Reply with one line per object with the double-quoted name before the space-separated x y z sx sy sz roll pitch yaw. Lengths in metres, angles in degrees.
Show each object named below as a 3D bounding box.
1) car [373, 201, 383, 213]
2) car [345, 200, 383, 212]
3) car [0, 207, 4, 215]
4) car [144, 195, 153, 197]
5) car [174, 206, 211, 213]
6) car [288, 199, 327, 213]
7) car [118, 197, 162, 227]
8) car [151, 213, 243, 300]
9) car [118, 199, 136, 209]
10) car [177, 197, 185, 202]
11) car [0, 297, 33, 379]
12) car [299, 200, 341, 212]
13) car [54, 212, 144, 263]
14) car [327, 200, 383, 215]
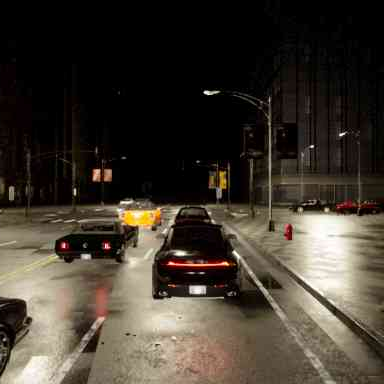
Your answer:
"car" 23.114 1.641 37.128 4.718 1.301 1.895 0 -1 -1
"car" 20.917 1.645 39.851 4.313 1.339 1.947 0 0 -1
"car" -21.365 1.697 33.363 4.674 1.442 1.812 0 -1 0
"car" -9.586 1.604 71.773 2.150 2.045 5.566 0 0 0
"car" 0.041 1.510 17.882 1.882 1.535 5.008 0 0 0
"car" 13.214 1.577 36.995 4.892 1.490 1.837 0 -1 -1
"car" -3.101 1.397 20.996 2.097 1.767 4.553 0 0 0
"car" 0.117 1.512 8.391 1.837 1.490 4.892 0 0 0
"car" -9.728 1.747 50.411 1.812 1.442 4.674 0 0 0
"car" -3.039 2.074 92.084 1.812 1.442 4.674 0 0 0
"car" -3.152 1.548 2.215 2.033 1.411 5.357 0 0 0
"car" 15.277 1.664 39.776 4.313 1.339 1.947 0 0 -1
"car" -3.121 1.616 12.002 1.895 1.301 4.718 0 0 0
"car" 15.387 1.578 31.252 4.206 1.307 1.802 0 0 -1
